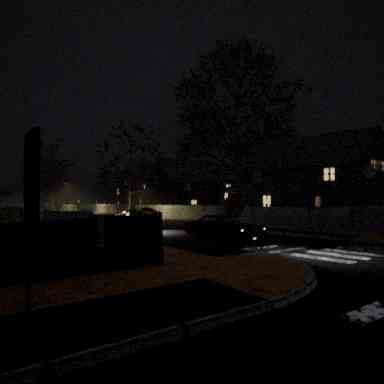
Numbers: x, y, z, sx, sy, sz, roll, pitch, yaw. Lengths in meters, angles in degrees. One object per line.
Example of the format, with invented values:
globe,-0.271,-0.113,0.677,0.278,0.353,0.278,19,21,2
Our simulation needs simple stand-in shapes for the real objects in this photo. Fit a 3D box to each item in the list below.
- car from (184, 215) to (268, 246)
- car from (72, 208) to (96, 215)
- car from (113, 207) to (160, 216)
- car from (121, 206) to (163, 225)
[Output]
car,1.605,1.874,17.079,1.895,1.301,4.718,1,-2,-35
car,-11.854,2.404,36.059,1.994,1.385,4.181,1,-2,-35
car,-4.390,2.072,25.523,2.033,1.411,5.357,1,-2,-35
car,-4.798,2.146,31.204,1.882,1.535,5.008,1,-2,-35
